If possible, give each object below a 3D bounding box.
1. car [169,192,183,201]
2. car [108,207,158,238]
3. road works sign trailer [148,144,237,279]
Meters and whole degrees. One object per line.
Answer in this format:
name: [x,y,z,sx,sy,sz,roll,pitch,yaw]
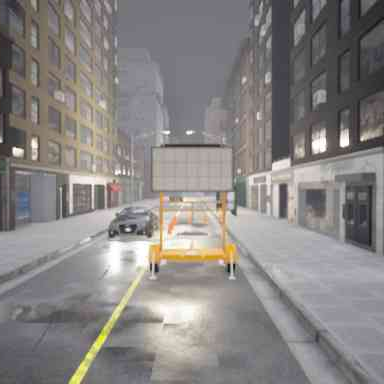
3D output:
car: [-2.739,0.824,57.677,2.150,2.045,5.566,0,0,0]
car: [-2.826,1.455,16.665,1.994,1.385,4.181,0,0,0]
road works sign trailer: [0.015,0.401,9.786,2.380,3.560,2.880,0,0,0]
